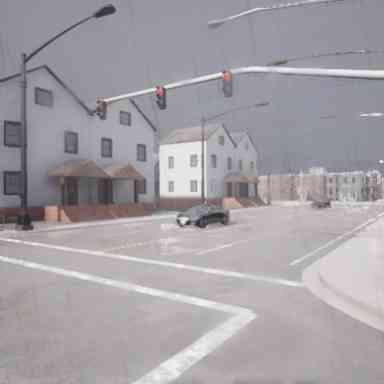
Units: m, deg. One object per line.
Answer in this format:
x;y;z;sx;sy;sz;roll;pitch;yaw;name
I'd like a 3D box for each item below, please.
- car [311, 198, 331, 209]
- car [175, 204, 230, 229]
19.016;1.651;48.762;2.033;1.411;5.357;-1;0;35;car
0.828;1.591;22.513;2.128;1.511;4.902;-1;0;35;car
